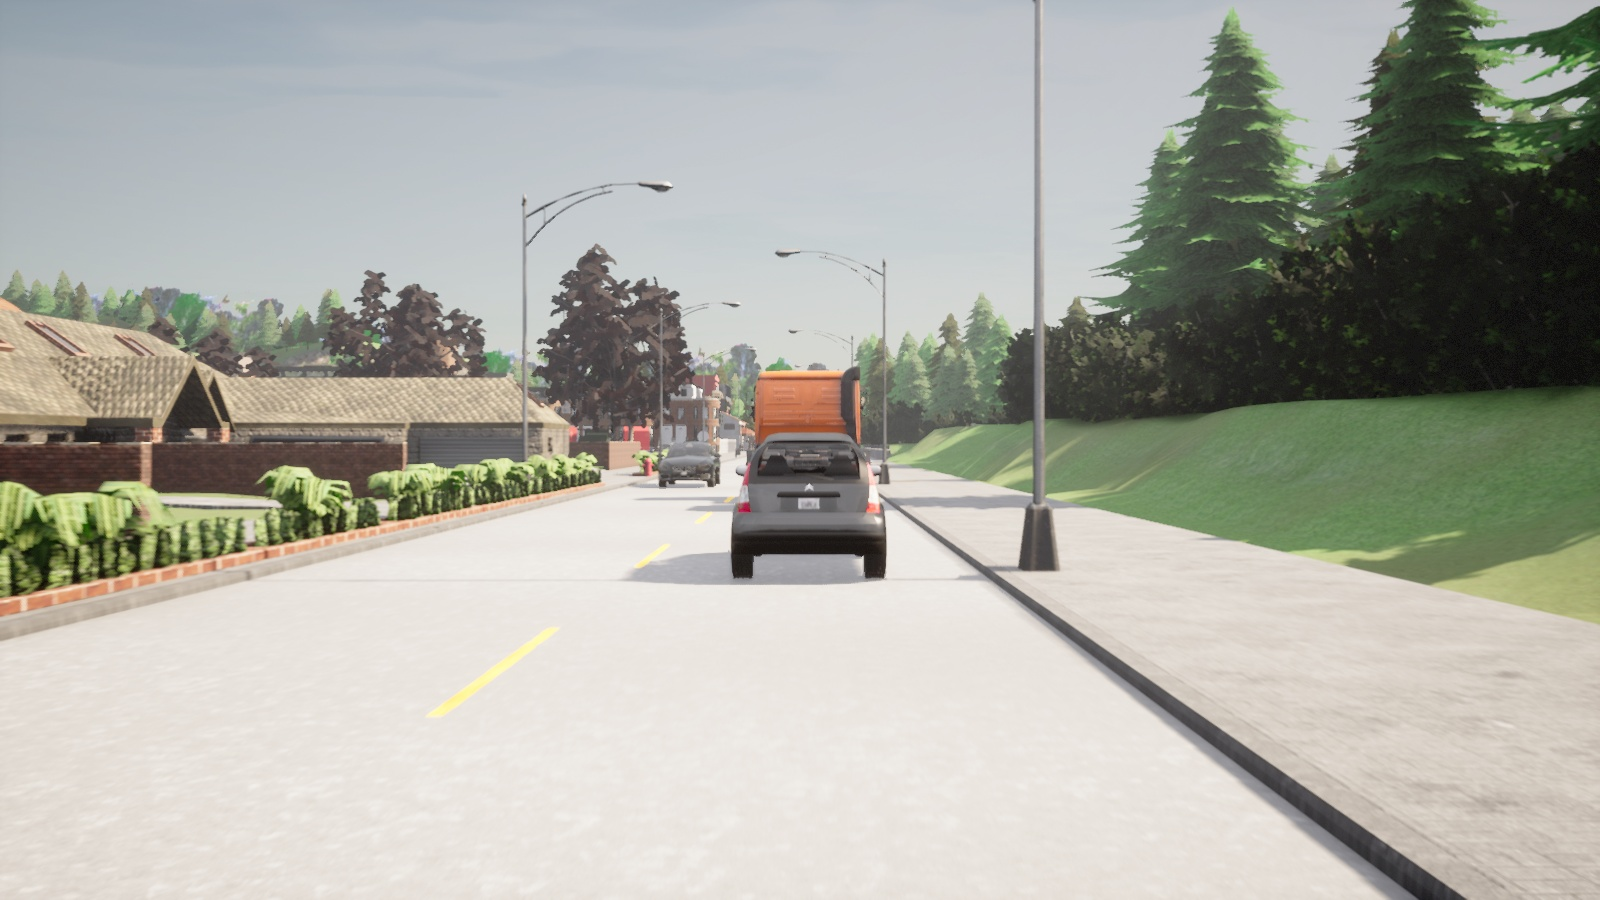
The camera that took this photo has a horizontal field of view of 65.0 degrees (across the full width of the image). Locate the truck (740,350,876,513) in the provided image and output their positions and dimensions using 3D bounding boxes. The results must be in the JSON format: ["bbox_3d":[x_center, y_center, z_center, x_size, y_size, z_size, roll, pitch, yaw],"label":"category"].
[{"bbox_3d":[0.190,-0.416,30.776,2.891,3.462,7.936,0,0,0],"label":"truck"}]

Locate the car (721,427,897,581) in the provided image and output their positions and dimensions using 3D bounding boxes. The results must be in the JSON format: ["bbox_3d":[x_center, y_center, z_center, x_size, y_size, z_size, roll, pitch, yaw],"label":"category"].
[{"bbox_3d":[0.101,0.556,15.200,1.851,1.617,3.988,0,0,0],"label":"car"}]

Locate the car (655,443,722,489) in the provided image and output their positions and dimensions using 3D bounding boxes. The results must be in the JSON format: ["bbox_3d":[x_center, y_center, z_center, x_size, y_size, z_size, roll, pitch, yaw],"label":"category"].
[{"bbox_3d":[-3.747,0.497,42.815,1.837,1.490,4.892,0,0,0],"label":"car"}]
